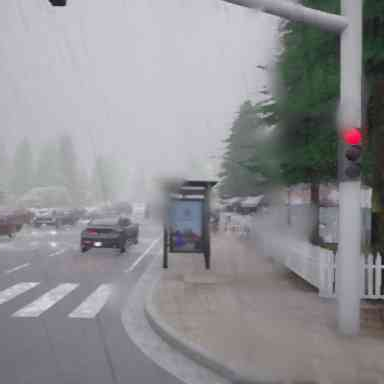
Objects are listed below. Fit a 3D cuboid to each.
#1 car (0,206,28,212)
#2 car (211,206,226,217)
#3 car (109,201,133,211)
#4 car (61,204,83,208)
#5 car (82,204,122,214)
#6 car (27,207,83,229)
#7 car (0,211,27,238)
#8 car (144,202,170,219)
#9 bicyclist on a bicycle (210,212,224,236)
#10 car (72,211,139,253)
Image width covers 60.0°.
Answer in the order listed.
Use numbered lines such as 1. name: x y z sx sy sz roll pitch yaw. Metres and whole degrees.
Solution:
1. car: -14.128 1.890 25.904 1.882 1.535 5.008 1 -2 2
2. car: 3.824 2.974 49.520 2.128 1.511 4.902 0 -2 35
3. car: -10.397 2.302 46.204 2.150 2.045 5.566 1 -2 23
4. car: -13.274 2.075 36.006 2.097 1.767 4.553 1 -2 11
5. car: -9.711 2.372 36.289 1.994 1.385 4.181 1 -2 11
6. car: -10.662 2.099 26.295 1.895 1.301 4.718 1 -2 2
7. car: -10.800 1.830 17.131 1.895 1.301 4.718 1 -2 0
8. car: -4.085 2.342 42.946 2.150 2.045 5.566 0 -2 22
9. bicyclist on a bicycle: 1.180 1.884 20.502 1.656 1.620 0.582 1 -2 0
10. car: -3.635 1.834 15.306 1.837 1.490 4.892 1 -2 0
